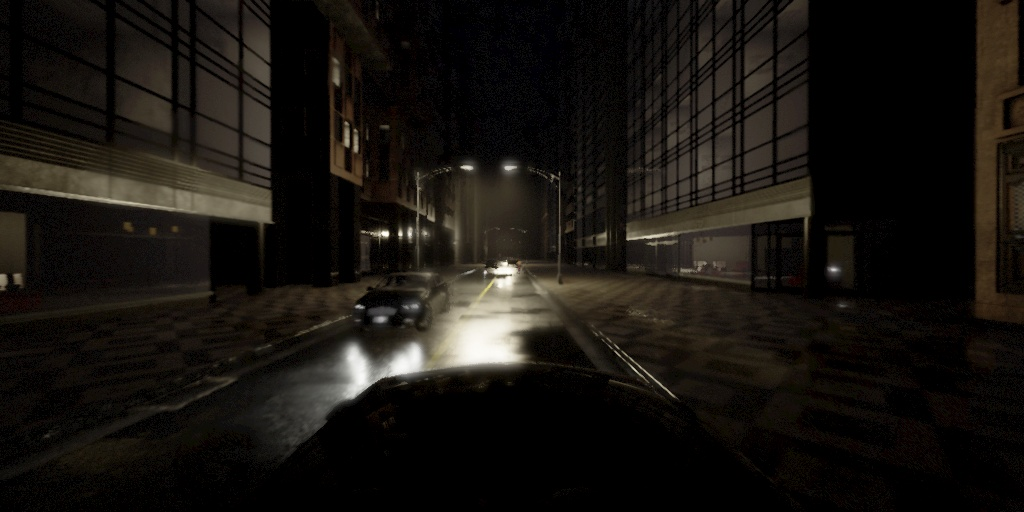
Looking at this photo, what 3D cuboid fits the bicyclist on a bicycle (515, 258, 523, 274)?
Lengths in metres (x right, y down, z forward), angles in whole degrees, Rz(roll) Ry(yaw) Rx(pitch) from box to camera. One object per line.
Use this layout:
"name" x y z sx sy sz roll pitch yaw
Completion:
"bicyclist on a bicycle" 0.813 1.188 40.270 0.866 1.612 1.509 0 0 0

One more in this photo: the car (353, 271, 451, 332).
"car" -3.098 1.240 10.925 2.128 1.511 4.902 0 0 0

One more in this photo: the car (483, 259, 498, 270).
"car" -3.065 1.257 52.674 1.837 1.490 4.892 0 0 0
